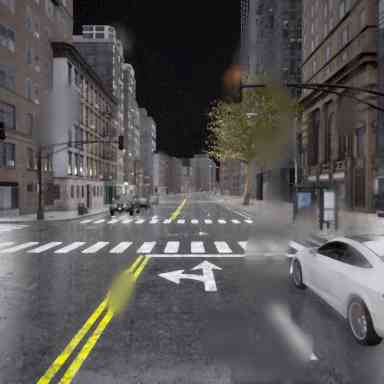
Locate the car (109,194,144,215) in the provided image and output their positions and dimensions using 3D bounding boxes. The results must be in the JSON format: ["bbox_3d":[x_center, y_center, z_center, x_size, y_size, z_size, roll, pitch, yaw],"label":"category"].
[{"bbox_3d":[-6.601,1.197,33.322,2.150,2.045,5.566,0,0,1],"label":"car"}]

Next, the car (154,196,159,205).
[{"bbox_3d":[-6.635,1.413,55.583,2.128,1.511,4.902,0,0,0],"label":"car"}]

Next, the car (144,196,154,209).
[{"bbox_3d":[-6.639,1.435,43.849,1.882,1.535,5.008,0,0,0],"label":"car"}]

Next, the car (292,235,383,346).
[{"bbox_3d":[3.344,1.524,6.212,1.812,1.442,4.674,0,0,0],"label":"car"}]
